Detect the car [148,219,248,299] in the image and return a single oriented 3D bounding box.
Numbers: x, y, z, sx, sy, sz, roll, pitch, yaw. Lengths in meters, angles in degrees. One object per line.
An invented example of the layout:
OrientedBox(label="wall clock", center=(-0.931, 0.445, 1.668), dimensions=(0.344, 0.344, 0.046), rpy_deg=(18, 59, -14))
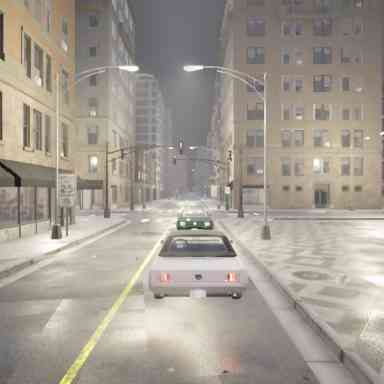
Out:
OrientedBox(label="car", center=(0.121, 1.601, 8.390), dimensions=(1.895, 1.301, 4.718), rpy_deg=(0, 0, 0))

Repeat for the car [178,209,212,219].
OrientedBox(label="car", center=(0.146, 1.600, 18.625), dimensions=(1.895, 1.301, 4.718), rpy_deg=(0, 0, 0))
